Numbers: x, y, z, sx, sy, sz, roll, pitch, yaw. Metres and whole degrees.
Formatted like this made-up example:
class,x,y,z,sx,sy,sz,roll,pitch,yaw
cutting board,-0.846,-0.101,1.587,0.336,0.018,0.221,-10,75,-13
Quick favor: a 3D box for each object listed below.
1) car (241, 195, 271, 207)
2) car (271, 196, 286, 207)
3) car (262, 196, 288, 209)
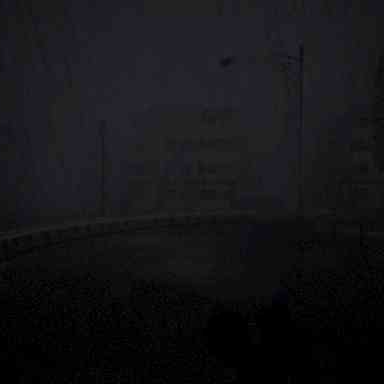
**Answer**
class,x,y,z,sx,sy,sz,roll,pitch,yaw
car,8.367,1.110,44.681,3.633,1.501,1.845,0,0,11
car,11.138,1.197,44.291,1.853,1.218,4.536,0,0,30
car,11.164,1.354,44.337,2.038,1.542,4.974,0,0,30
